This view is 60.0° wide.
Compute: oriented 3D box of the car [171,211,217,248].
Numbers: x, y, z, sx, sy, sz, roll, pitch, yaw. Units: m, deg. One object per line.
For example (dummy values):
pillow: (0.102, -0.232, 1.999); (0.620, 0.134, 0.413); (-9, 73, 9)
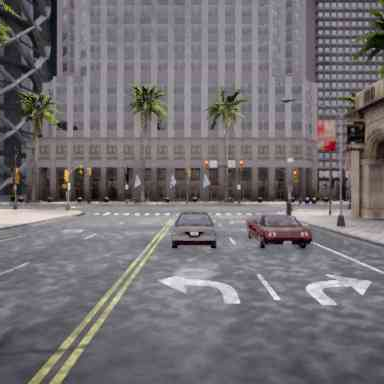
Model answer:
car: (0.096, 1.562, 14.631); (2.033, 1.411, 5.357); (0, 0, 0)

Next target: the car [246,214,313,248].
car: (3.596, 1.615, 14.636); (1.895, 1.301, 4.718); (0, 0, 0)
